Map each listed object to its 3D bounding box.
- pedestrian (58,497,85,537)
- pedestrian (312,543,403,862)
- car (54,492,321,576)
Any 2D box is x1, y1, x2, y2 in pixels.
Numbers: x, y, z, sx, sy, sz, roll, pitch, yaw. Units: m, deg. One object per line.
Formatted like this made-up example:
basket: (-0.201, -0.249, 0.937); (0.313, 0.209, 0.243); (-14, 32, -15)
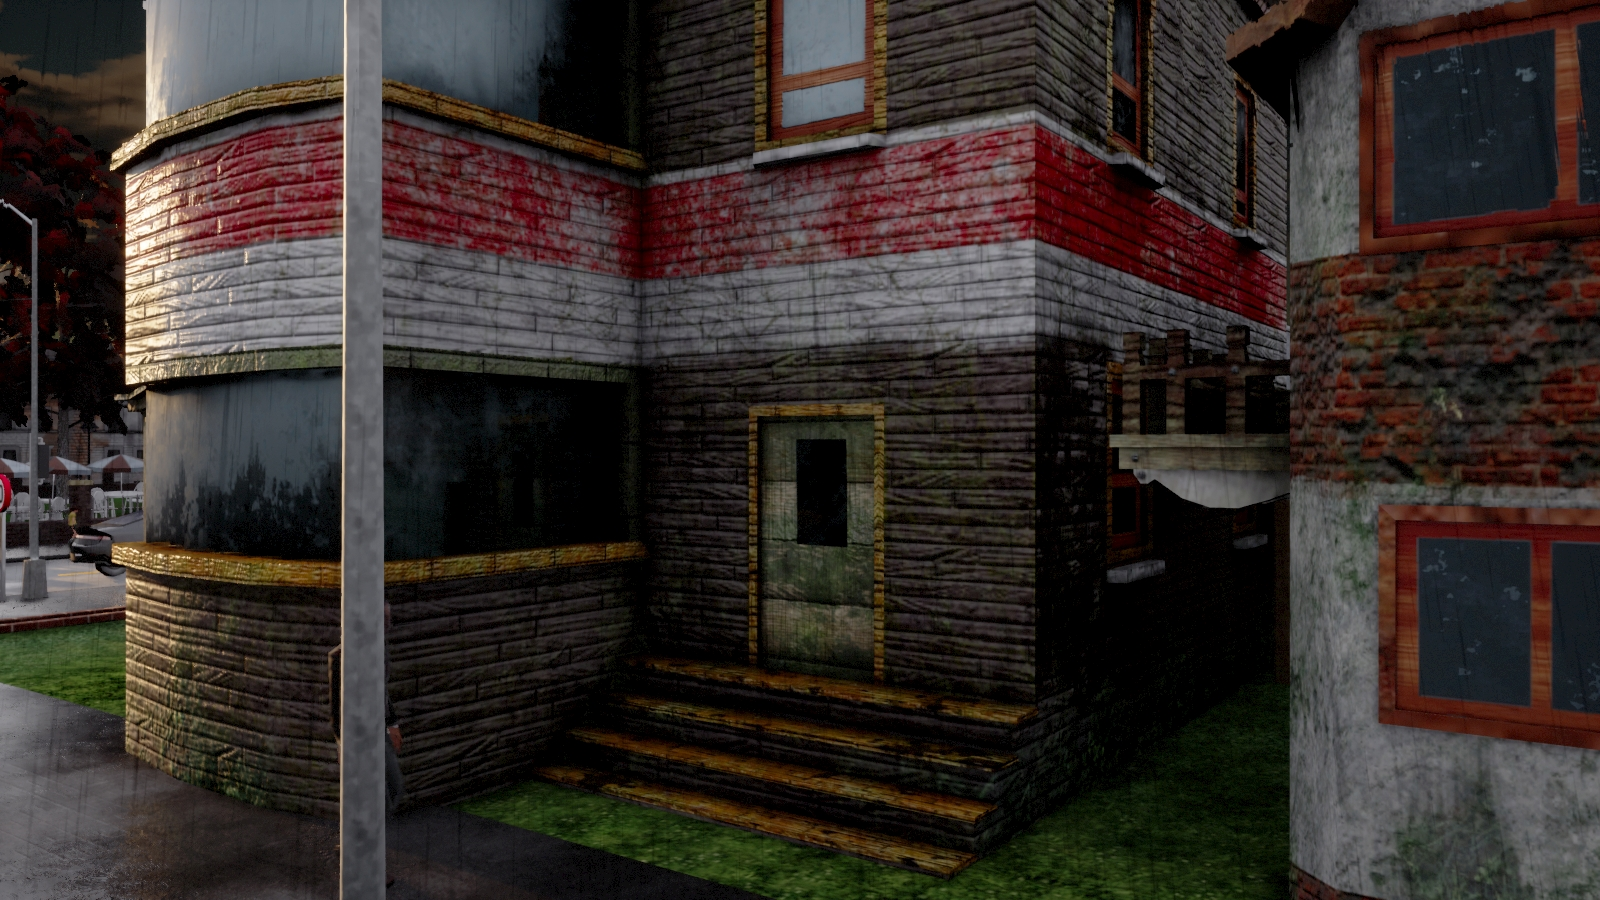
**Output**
pedestrian: (-20.649, 1.882, 32.381); (0.500, 1.100, 0.500); (0, 0, 36)
pedestrian: (-2.713, 1.521, 7.024); (0.375, 1.860, 0.375); (0, 0, 11)
car: (-13.748, 1.817, 25.958); (2.128, 1.511, 4.902); (0, 0, 34)
